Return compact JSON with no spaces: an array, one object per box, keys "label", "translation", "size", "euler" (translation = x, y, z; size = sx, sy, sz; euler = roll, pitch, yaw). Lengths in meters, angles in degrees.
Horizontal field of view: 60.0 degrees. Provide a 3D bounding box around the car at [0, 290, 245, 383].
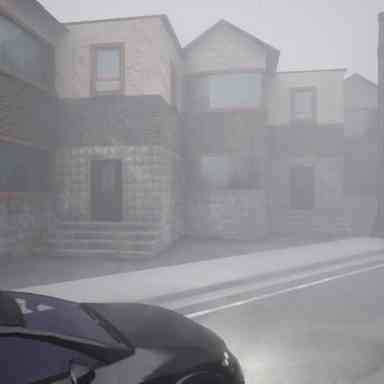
[{"label":"car","translation":[-1.554,1.564,2.648],"size":[4.181,1.385,1.994],"euler":[0,0,-36]}]
